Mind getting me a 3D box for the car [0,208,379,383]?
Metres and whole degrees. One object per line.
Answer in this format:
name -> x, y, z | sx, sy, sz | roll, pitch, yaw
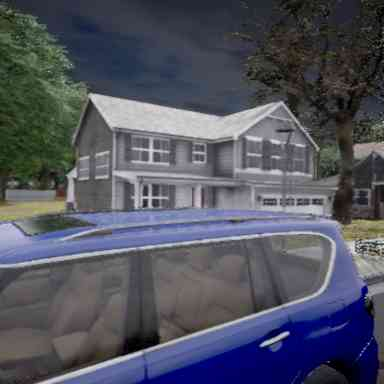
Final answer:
car -> -0.875, 1.194, 2.485 | 5.566, 2.045, 2.150 | 0, 0, -34
